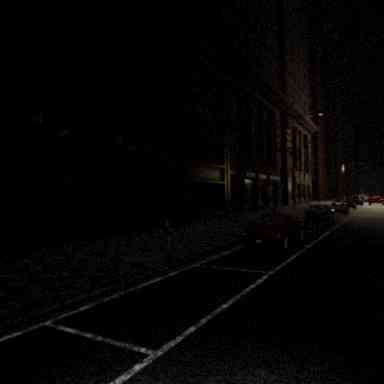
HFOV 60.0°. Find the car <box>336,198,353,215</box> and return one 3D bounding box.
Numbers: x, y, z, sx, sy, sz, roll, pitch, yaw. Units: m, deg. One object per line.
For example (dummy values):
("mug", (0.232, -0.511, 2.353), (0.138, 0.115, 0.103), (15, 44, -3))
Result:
("car", (14.900, 1.546, 33.868), (1.752, 1.417, 4.829), (-1, 0, 30))

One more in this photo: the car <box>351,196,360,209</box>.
("car", (20.652, 1.570, 43.733), (1.802, 1.307, 4.206), (-1, 0, 30))

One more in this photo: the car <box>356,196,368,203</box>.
("car", (34.814, 1.461, 68.029), (1.947, 1.339, 4.313), (-1, 0, 30))

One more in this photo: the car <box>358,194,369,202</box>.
("car", (37.645, 1.315, 72.888), (1.967, 1.590, 4.097), (-1, 0, 30))

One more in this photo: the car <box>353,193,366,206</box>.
("car", (26.315, 1.392, 53.452), (1.967, 1.590, 4.097), (-1, 0, 30))

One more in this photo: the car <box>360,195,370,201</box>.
("car", (40.393, 1.381, 77.600), (1.752, 1.417, 4.829), (-1, 0, 30))

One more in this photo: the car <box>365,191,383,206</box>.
("car", (29.159, 1.101, 52.690), (2.150, 2.045, 5.566), (-2, -1, 30))

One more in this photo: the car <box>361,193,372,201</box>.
("car", (43.309, 1.150, 82.607), (2.192, 1.841, 5.009), (-1, 0, 30))

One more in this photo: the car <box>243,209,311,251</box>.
("car", (3.655, 1.619, 14.579), (1.887, 1.381, 4.507), (-1, 0, 30))

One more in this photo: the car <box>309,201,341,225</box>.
("car", (9.320, 1.600, 24.297), (2.008, 1.369, 4.403), (-1, 0, 30))
